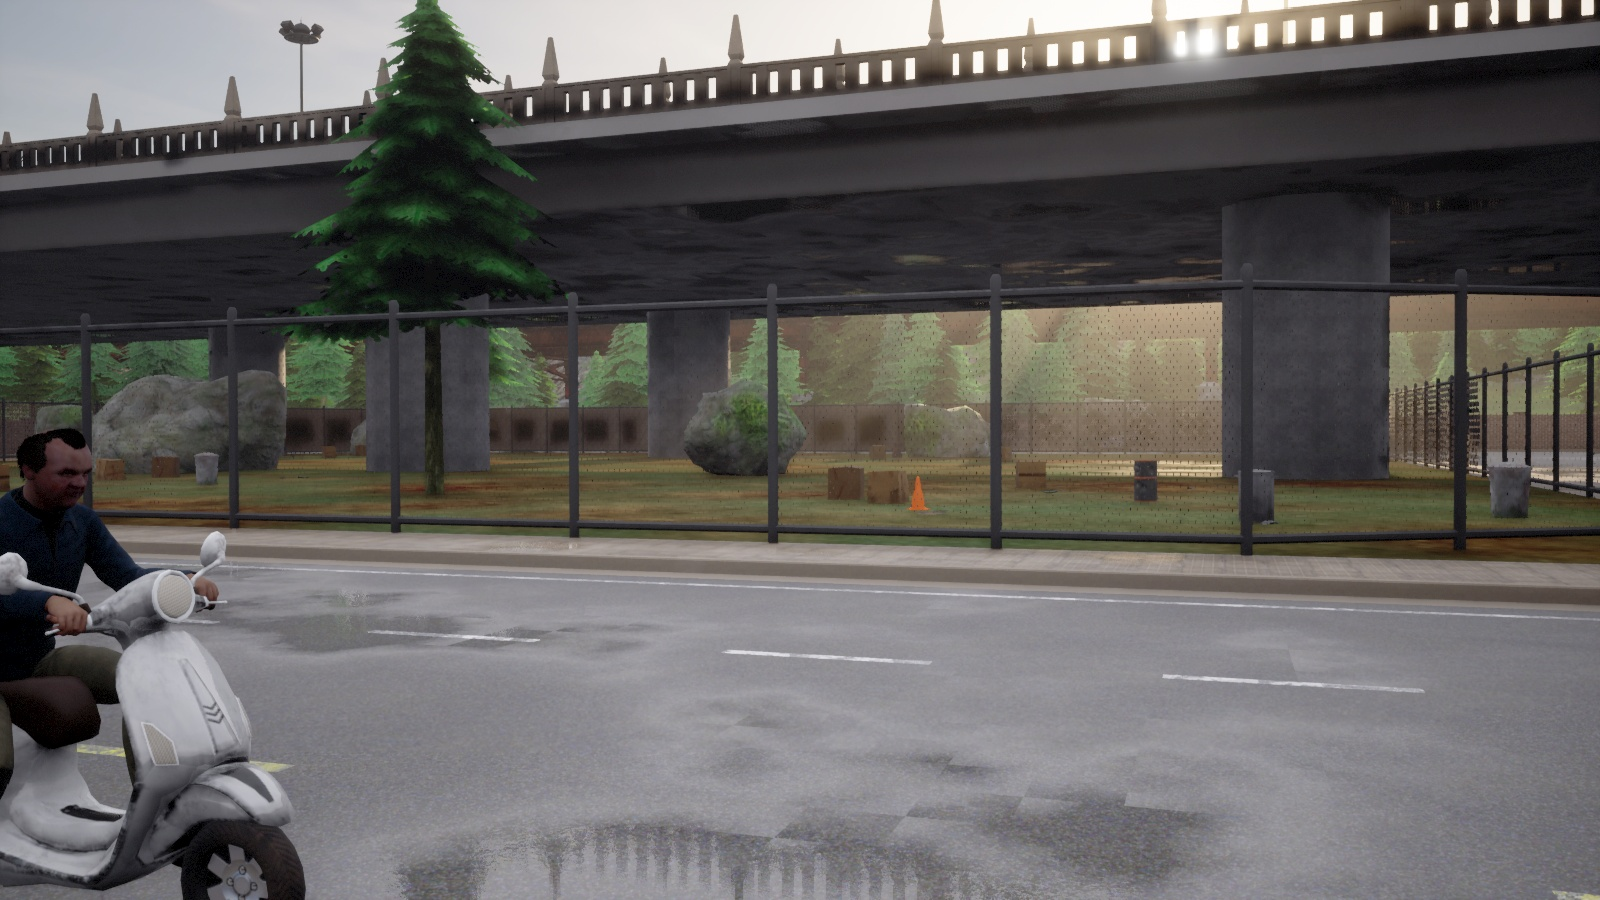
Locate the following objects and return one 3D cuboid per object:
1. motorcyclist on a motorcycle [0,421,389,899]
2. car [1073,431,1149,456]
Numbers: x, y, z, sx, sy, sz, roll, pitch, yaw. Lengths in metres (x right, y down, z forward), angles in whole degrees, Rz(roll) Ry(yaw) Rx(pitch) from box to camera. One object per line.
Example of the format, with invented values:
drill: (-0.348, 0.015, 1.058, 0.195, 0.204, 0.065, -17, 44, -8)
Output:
motorcyclist on a motorcycle: (-2.341, 0.707, 3.980, 1.817, 1.590, 0.866, 1, 1, 19)
car: (21.058, -0.472, 85.107, 4.856, 1.649, 2.033, 1, 1, 18)
